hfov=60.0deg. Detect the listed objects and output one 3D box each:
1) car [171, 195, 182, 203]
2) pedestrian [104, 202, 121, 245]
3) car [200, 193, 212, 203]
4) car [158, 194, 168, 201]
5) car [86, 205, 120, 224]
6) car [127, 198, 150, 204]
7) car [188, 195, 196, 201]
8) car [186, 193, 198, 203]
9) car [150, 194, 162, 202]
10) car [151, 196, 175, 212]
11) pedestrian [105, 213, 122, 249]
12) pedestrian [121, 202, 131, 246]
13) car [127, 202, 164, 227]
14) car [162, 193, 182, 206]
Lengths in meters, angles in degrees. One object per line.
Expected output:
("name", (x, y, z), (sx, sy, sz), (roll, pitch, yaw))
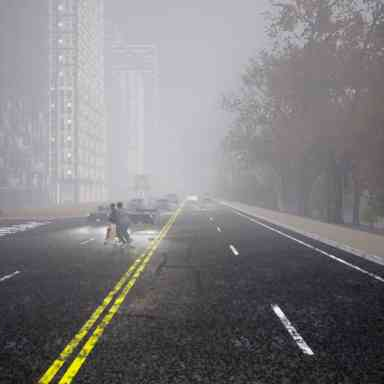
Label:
("car", (-3.255, 1.497, 72.062), (2.128, 1.511, 4.902), (0, 0, 0))
("pedestrian", (-3.235, 1.303, 13.572), (0.375, 1.860, 0.375), (0, 0, 0))
("car", (3.244, 1.526, 69.730), (2.128, 1.511, 4.902), (0, 0, 0))
("car", (-6.504, 1.260, 74.330), (1.812, 1.442, 4.674), (0, 0, 0))
("car", (-6.614, 1.662, 25.630), (1.895, 1.301, 4.718), (-1, 0, 0))
("car", (-6.602, 1.504, 40.231), (1.837, 1.490, 4.892), (0, 1, 0))
("car", (-0.005, 1.433, 80.124), (2.033, 1.411, 5.357), (0, 0, 0))
("car", (-0.004, 1.226, 69.760), (2.150, 2.045, 5.566), (0, 0, 0))
("car", (-6.586, 1.497, 57.688), (2.128, 1.511, 4.902), (0, 0, 0))
("car", (-3.353, 1.505, 38.907), (1.837, 1.490, 4.892), (0, 0, 0))
("pedestrian", (-3.059, 1.573, 12.949), (0.375, 1.300, 0.375), (0, 0, 0))
("pedestrian", (-2.970, 1.316, 14.235), (0.375, 1.860, 0.375), (0, 0, 0))
("car", (-3.361, 1.652, 23.826), (1.895, 1.301, 4.718), (0, 0, 0))
("car", (-3.346, 1.225, 55.499), (2.150, 2.045, 5.566), (0, 0, 0))
